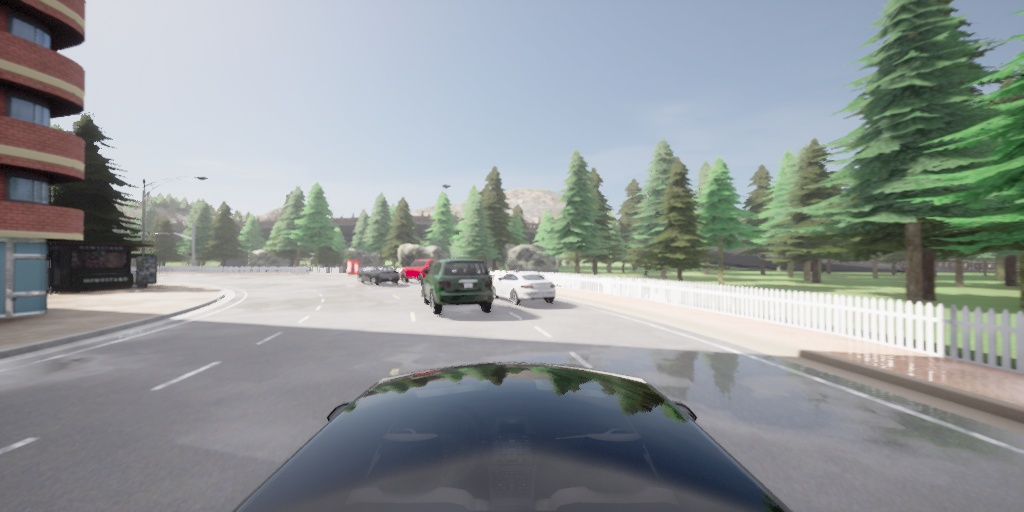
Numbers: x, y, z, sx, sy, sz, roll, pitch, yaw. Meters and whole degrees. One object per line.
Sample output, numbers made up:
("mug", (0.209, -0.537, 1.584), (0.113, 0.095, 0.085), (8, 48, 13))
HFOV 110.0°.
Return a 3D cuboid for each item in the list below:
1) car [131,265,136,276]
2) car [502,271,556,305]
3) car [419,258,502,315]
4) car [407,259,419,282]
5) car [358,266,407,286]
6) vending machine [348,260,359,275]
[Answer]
("car", (-45.038, 1.804, 41.890), (4.674, 1.442, 1.812), (-1, -1, 17))
("car", (0.446, 1.440, 17.077), (1.812, 1.442, 4.674), (0, 0, -22))
("car", (-2.374, 1.121, 14.779), (2.150, 2.045, 5.566), (0, 0, -19))
("car", (-7.437, 1.300, 30.431), (2.150, 2.045, 5.566), (0, -1, -40))
("car", (-10.807, 1.559, 28.901), (2.128, 1.511, 4.902), (0, -1, -42))
("vending machine", (-19.971, 1.456, 45.103), (0.880, 2.100, 1.100), (0, 0, 27))
